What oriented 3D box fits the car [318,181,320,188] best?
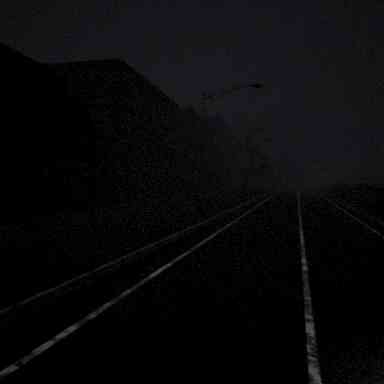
[{"bbox_3d":[30.282,-0.967,70.959,5.008,1.535,2.097,3,3,17],"label":"car"}]

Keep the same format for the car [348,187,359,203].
[{"bbox_3d":[17.658,0.636,30.885,4.892,1.521,2.231,3,3,17],"label":"car"}]

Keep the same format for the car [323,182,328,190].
[{"bbox_3d":[26.893,-0.512,60.283,4.792,1.488,2.163,3,3,17],"label":"car"}]

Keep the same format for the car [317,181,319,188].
[{"bbox_3d":[31.941,-1.143,76.313,4.792,1.488,2.163,3,3,17],"label":"car"}]

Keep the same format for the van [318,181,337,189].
[{"bbox_3d":[35.454,-1.785,86.945,4.442,1.987,1.878,3,3,17],"label":"van"}]

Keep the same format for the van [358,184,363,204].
[{"bbox_3d":[16.941,0.523,28.165,4.442,1.987,1.878,3,3,17],"label":"van"}]

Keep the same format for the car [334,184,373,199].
[{"bbox_3d":[22.688,-0.133,46.917,4.553,1.767,2.185,3,3,17],"label":"car"}]

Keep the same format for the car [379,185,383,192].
[{"bbox_3d":[45.351,-0.622,75.209,4.792,1.488,2.163,3,3,17],"label":"car"}]

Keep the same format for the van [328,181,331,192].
[{"bbox_3d":[24.293,-0.450,52.281,4.442,1.987,1.878,3,3,17],"label":"van"}]

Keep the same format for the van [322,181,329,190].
[{"bbox_3d":[27.660,-0.878,62.968,4.442,1.987,1.878,3,3,17],"label":"van"}]

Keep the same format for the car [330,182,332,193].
[{"bbox_3d":[23.589,-0.237,49.570,4.553,1.767,2.185,3,3,17],"label":"car"}]

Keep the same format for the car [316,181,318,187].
[{"bbox_3d":[32.805,-1.270,78.971,4.892,1.521,2.231,3,3,17],"label":"car"}]

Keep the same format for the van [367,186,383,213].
[{"bbox_3d":[16.100,0.630,25.493,4.442,1.987,1.878,3,3,17],"label":"van"}]

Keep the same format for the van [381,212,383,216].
[{"bbox_3d":[14.417,0.843,20.151,4.442,1.987,1.878,3,3,17],"label":"van"}]

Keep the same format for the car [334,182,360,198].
[{"bbox_3d":[20.170,0.063,38.894,5.566,2.045,2.435,3,3,17],"label":"car"}]

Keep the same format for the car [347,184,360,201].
[{"bbox_3d":[18.540,0.405,33.539,4.553,1.767,2.185,3,3,17],"label":"car"}]

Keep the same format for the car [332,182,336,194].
[{"bbox_3d":[21.012,-0.044,41.566,5.566,2.045,2.435,3,3,17],"label":"car"}]

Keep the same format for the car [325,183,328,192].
[{"bbox_3d":[25.233,-0.327,54.931,5.008,1.535,2.097,3,3,17],"label":"car"}]

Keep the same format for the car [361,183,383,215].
[{"bbox_3d":[15.121,0.704,22.862,5.566,2.045,2.435,3,3,17],"label":"car"}]

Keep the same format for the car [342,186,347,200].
[{"bbox_3d":[19.343,0.462,36.229,4.674,1.452,2.002,3,3,17],"label":"car"}]

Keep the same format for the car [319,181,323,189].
[{"bbox_3d":[29.623,-0.855,68.233,5.366,1.575,1.946,3,3,17],"label":"car"}]

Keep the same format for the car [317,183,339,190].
[{"bbox_3d":[34.489,-1.467,84.320,5.008,1.535,2.097,3,3,17],"label":"car"}]

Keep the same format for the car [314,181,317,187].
[{"bbox_3d":[33.688,-1.618,81.625,5.566,2.045,2.435,3,3,17],"label":"car"}]

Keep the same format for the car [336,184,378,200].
[{"bbox_3d":[21.846,-0.026,44.245,4.553,1.767,2.185,3,3,17],"label":"car"}]

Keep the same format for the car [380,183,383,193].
[{"bbox_3d":[44.472,-0.806,72.559,5.566,2.045,2.435,3,3,17],"label":"car"}]
